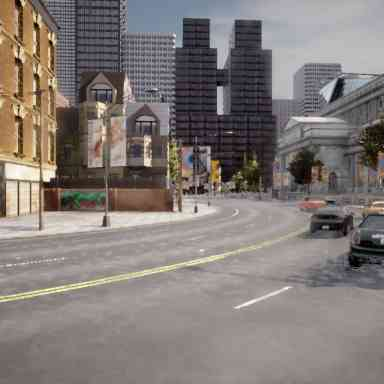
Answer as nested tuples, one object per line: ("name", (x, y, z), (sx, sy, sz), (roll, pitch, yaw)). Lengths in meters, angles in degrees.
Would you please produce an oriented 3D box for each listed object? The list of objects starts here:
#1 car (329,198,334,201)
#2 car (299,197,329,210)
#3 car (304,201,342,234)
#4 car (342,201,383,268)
("car", (17.615, 1.481, 44.666), (1.837, 1.490, 4.892), (0, 0, 0))
("car", (13.941, 1.331, 38.716), (2.097, 1.767, 4.553), (0, 0, 6))
("car", (7.838, 1.495, 18.573), (1.837, 1.490, 4.892), (1, 0, 30))
("car", (6.570, 1.349, 10.512), (2.097, 1.767, 4.553), (0, 0, 40))
